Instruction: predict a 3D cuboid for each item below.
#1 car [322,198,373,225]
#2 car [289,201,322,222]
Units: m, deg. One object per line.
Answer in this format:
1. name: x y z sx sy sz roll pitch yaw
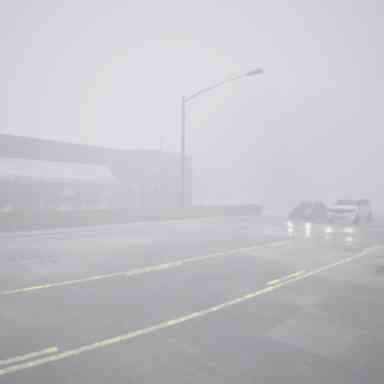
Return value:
1. car: 13.029 1.478 27.270 2.150 2.045 5.566 0 -1 43
2. car: 10.440 1.620 29.630 2.097 1.767 4.553 0 0 43
